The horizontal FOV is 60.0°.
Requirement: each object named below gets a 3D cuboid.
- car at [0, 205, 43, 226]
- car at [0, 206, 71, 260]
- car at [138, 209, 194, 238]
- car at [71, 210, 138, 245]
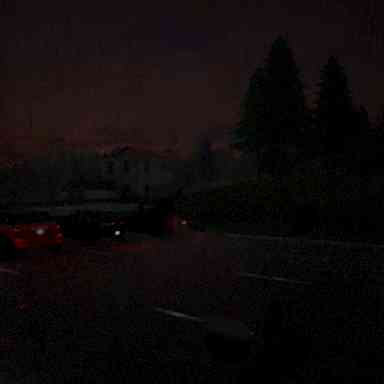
[{"bbox_3d":[-14.668,1.835,27.234,5.357,1.411,2.033,-1,0,36],"label":"car"},{"bbox_3d":[-7.254,1.492,13.362,4.553,1.767,2.097,-1,-1,36],"label":"car"},{"bbox_3d":[-2.447,1.679,18.520,5.357,1.411,2.033,-1,0,36],"label":"car"},{"bbox_3d":[-5.289,1.635,16.258,4.902,1.511,2.128,-1,0,36],"label":"car"}]
